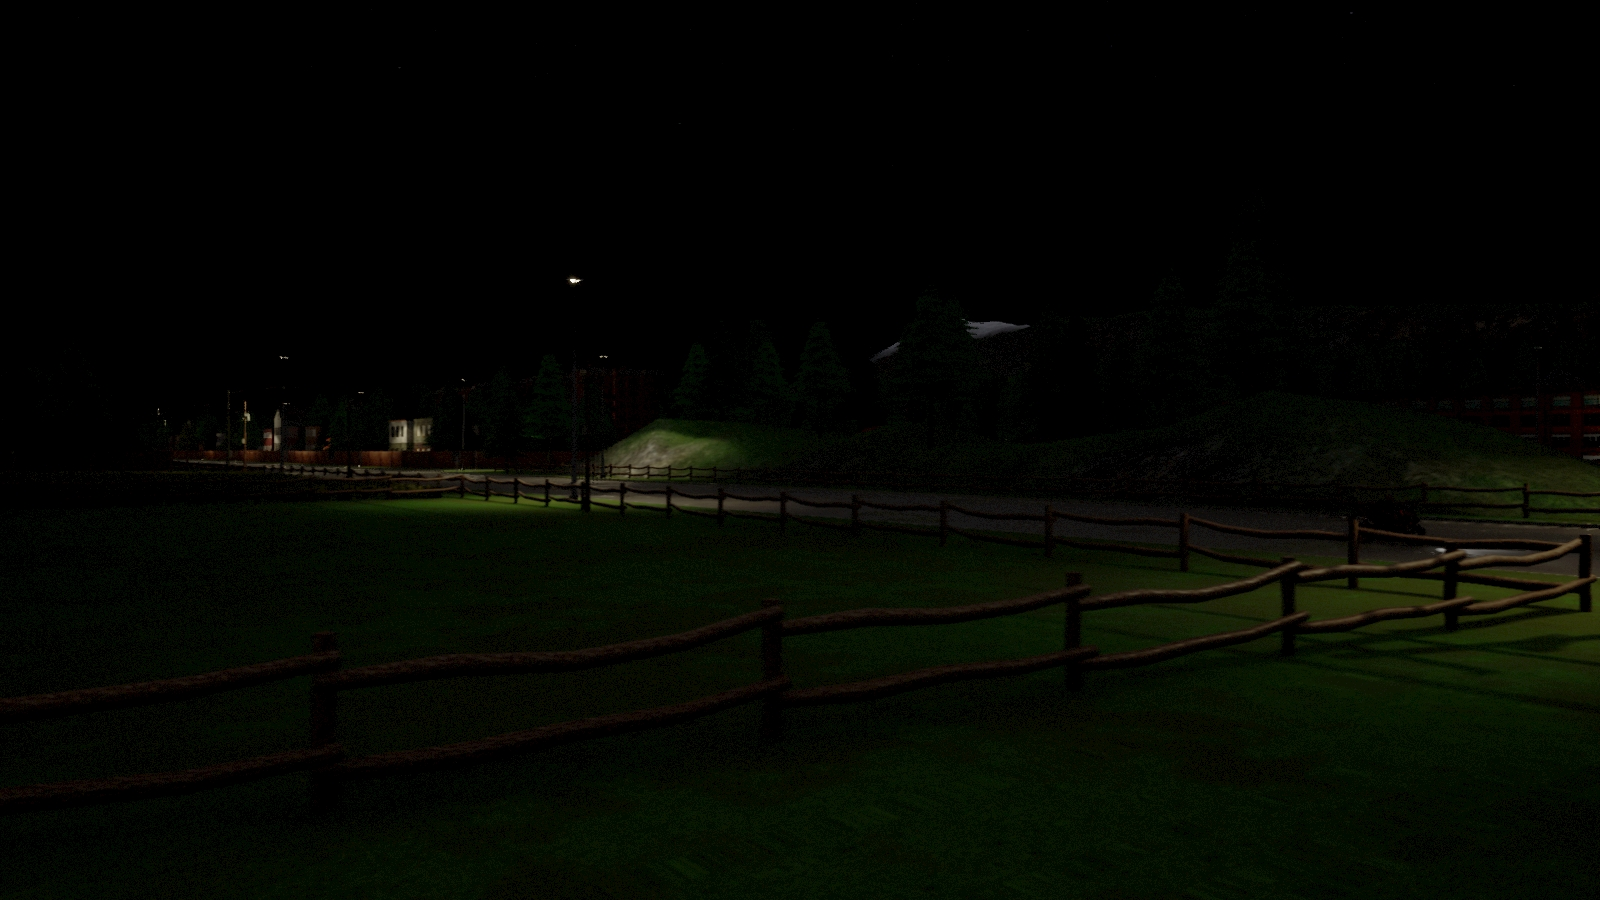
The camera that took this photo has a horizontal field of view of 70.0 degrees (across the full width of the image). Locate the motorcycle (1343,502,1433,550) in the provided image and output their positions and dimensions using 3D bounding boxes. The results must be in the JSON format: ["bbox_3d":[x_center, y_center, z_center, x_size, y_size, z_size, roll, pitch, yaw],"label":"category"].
[{"bbox_3d":[17.240,2.205,33.544,0.867,1.251,2.209,0,0,-36],"label":"motorcycle"}]
